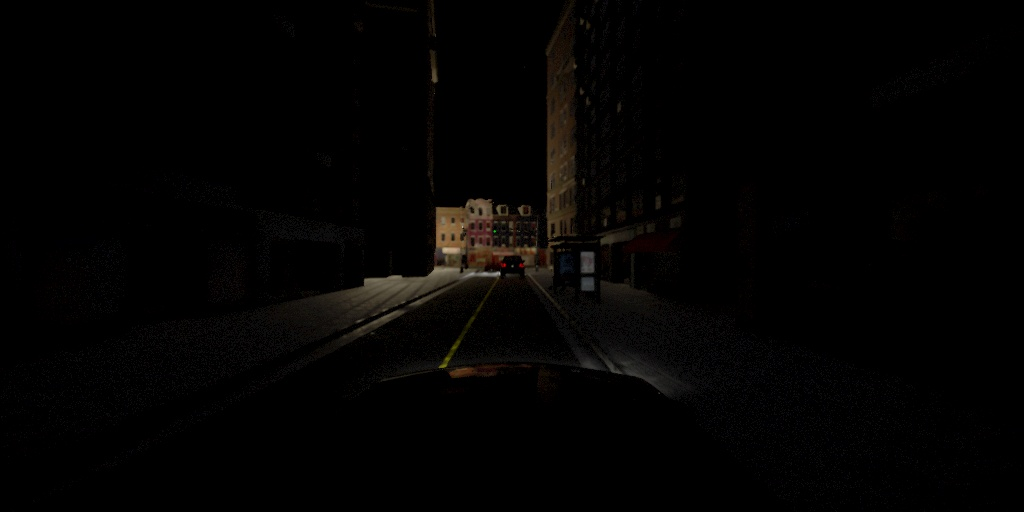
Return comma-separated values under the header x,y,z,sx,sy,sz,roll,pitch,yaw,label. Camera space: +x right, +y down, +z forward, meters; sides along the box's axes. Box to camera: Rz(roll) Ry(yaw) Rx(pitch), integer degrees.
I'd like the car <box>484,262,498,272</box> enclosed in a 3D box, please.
x,y,z,sx,sy,sz,roll,pitch,yaw,label
-2.490,1.358,45.816,1.895,1.301,4.718,0,0,0,car

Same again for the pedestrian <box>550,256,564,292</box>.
x,y,z,sx,sy,sz,roll,pitch,yaw,label
2.324,0.879,18.463,0.375,1.860,0.375,0,0,-10,pedestrian

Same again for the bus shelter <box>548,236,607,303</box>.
x,y,z,sx,sy,sz,roll,pitch,yaw,label
2.888,0.615,15.989,1.920,2.740,3.880,0,0,0,bus shelter

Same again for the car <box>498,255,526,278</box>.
x,y,z,sx,sy,sz,roll,pitch,yaw,label
0.070,0.950,33.485,2.150,2.045,5.566,0,0,0,car
